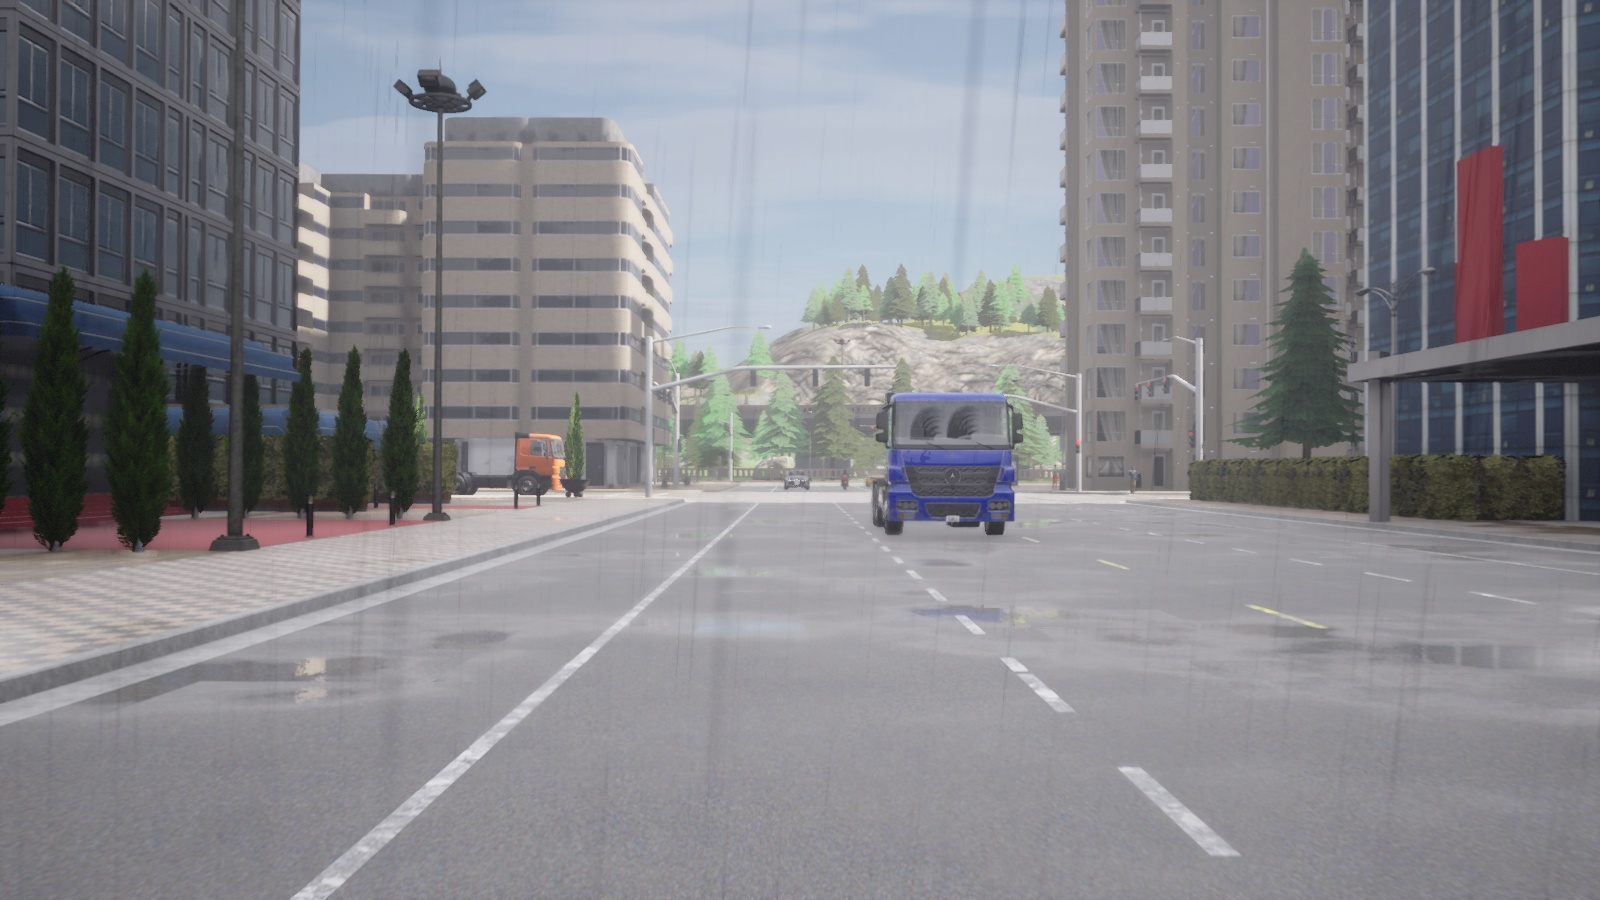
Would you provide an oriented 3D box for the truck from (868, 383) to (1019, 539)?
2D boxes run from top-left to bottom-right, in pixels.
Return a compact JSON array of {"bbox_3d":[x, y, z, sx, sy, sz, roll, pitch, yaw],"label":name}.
[{"bbox_3d":[3.411,0.300,31.987,2.891,3.462,7.936,0,-1,0],"label":"truck"}]

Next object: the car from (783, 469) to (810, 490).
[{"bbox_3d":[-0.243,2.196,93.648,1.970,1.475,3.806,0,-1,0],"label":"car"}]

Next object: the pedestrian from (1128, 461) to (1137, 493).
[{"bbox_3d":[20.513,1.668,77.478,0.423,1.949,0.788,0,-1,7],"label":"pedestrian"}]

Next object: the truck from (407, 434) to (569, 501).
[{"bbox_3d":[-16.562,0.913,67.031,7.936,3.462,2.891,0,-1,0],"label":"truck"}]
